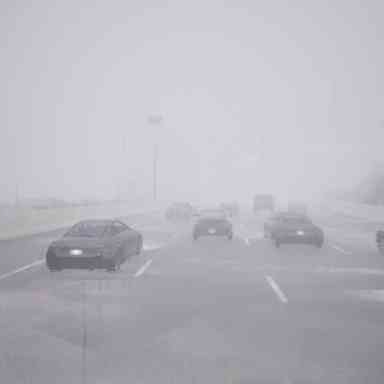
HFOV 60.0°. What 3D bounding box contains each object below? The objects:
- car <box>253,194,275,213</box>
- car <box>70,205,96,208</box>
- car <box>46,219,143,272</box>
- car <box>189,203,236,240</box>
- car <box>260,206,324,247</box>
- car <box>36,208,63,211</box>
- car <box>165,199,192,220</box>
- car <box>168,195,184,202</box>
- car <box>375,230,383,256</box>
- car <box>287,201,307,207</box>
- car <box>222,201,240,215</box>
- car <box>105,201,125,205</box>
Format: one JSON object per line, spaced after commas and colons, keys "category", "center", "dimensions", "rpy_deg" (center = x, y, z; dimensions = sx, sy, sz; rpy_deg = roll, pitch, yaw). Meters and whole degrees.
{"category": "car", "center": [7.945, 1.241, 36.636], "dimensions": [2.150, 2.045, 5.566], "rpy_deg": [0, 0, 13]}
{"category": "car", "center": [-12.883, 1.572, 40.556], "dimensions": [1.895, 1.301, 4.718], "rpy_deg": [0, 0, 13]}
{"category": "car", "center": [-2.921, 1.557, 10.778], "dimensions": [1.994, 1.385, 4.181], "rpy_deg": [0, 0, 4]}
{"category": "car", "center": [1.101, 1.529, 16.824], "dimensions": [1.812, 1.442, 4.674], "rpy_deg": [0, 0, 6]}
{"category": "car", "center": [4.452, 1.575, 15.066], "dimensions": [1.994, 1.385, 4.181], "rpy_deg": [0, 0, 5]}
{"category": "car", "center": [-16.678, 1.509, 39.684], "dimensions": [2.033, 1.411, 5.357], "rpy_deg": [0, 0, 12]}
{"category": "car", "center": [-0.871, 1.546, 28.350], "dimensions": [2.033, 1.411, 5.357], "rpy_deg": [0, 0, 10]}
{"category": "car", "center": [-3.640, 1.459, 78.726], "dimensions": [1.837, 1.490, 4.892], "rpy_deg": [0, 0, 23]}
{"category": "car", "center": [7.522, 1.619, 10.083], "dimensions": [1.895, 1.301, 4.718], "rpy_deg": [0, 0, 4]}
{"category": "car", "center": [11.666, 1.629, 37.181], "dimensions": [1.895, 1.301, 4.718], "rpy_deg": [0, 0, 13]}
{"category": "car", "center": [3.890, 1.611, 34.508], "dimensions": [1.895, 1.301, 4.718], "rpy_deg": [0, 0, 12]}
{"category": "car", "center": [-9.318, 1.543, 40.346], "dimensions": [1.994, 1.385, 4.181], "rpy_deg": [0, 0, 13]}
